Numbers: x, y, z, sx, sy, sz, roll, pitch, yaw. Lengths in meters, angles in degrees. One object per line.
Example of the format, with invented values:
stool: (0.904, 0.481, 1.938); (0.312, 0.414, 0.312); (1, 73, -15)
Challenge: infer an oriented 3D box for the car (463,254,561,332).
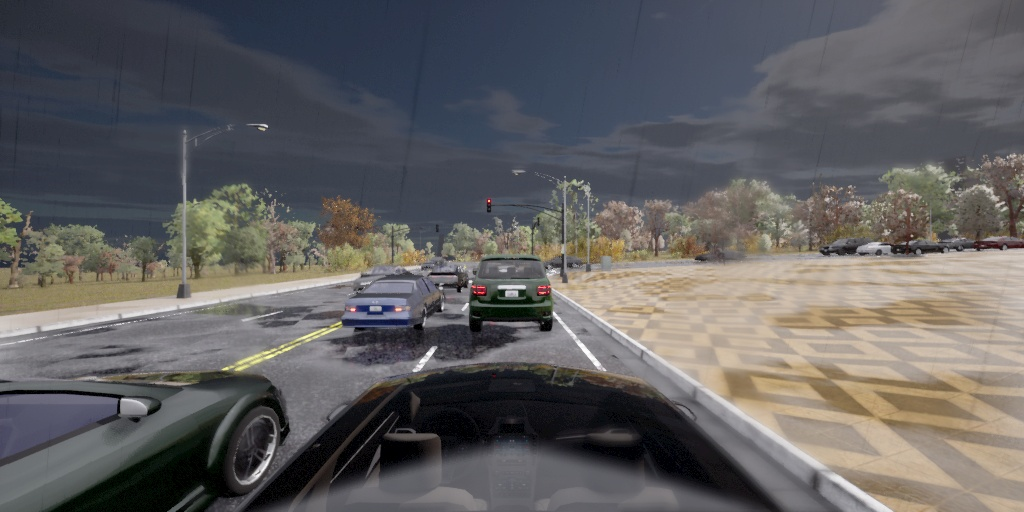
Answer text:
car: (-0.063, 0.977, 11.047); (2.150, 2.045, 5.566); (0, 0, -1)

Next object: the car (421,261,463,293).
car: (-3.624, 1.257, 20.795); (2.128, 1.511, 4.902); (0, 0, 0)

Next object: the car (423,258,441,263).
car: (-12.545, 1.406, 54.776); (1.994, 1.385, 4.181); (0, 0, -5)

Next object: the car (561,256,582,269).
car: (5.409, 0.765, 40.298); (4.892, 1.490, 1.837); (-3, 0, -6)

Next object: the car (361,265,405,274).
car: (-6.804, 1.255, 19.296); (2.128, 1.511, 4.902); (0, 0, 0)

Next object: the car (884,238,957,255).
car: (41.236, -0.878, 36.259); (5.008, 1.535, 1.882); (-3, 0, -5)

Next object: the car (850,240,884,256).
car: (40.574, -0.804, 39.458); (4.674, 1.442, 1.812); (-3, 0, -6)

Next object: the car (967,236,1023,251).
car: (51.155, -1.315, 37.393); (5.008, 1.535, 1.882); (-3, 0, -7)

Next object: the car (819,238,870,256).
car: (39.900, -1.084, 42.765); (5.566, 2.045, 2.150); (-3, 0, -6)

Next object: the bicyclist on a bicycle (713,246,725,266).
bicyclist on a bicycle: (17.399, 0.004, 30.152); (0.582, 1.620, 1.656); (-2, 0, -3)

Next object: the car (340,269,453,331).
car: (-3.311, 1.303, 11.049); (2.033, 1.411, 5.357); (0, 0, -1)

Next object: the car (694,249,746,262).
car: (24.081, -0.042, 41.482); (5.357, 1.411, 2.033); (-3, 0, -4)

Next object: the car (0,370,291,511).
car: (-3.173, 1.314, 1.827); (1.994, 1.385, 4.181); (0, 0, 0)
